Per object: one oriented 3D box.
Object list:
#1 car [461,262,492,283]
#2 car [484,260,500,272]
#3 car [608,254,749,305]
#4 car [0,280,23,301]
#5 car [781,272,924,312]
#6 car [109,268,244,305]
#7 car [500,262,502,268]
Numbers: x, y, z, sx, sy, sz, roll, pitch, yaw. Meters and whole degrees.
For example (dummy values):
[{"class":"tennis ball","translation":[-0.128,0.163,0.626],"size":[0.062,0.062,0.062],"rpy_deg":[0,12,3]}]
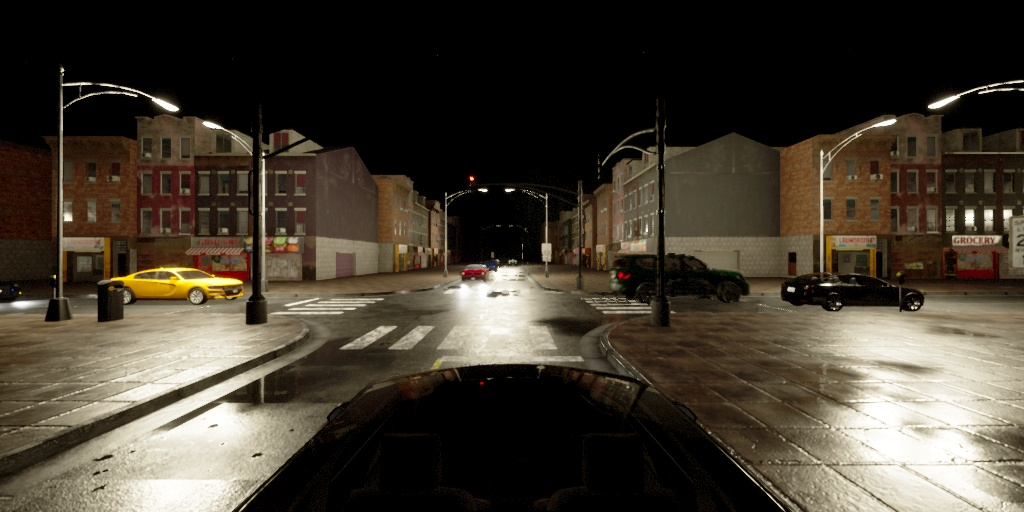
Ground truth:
[{"class":"car","translation":[-2.836,1.358,28.250],"size":[1.895,1.301,4.718],"rpy_deg":[0,0,0]},{"class":"car","translation":[-2.830,1.246,45.422],"size":[1.882,1.535,5.008],"rpy_deg":[0,0,0]},{"class":"car","translation":[7.000,0.943,15.435],"size":[5.566,2.045,2.150],"rpy_deg":[0,0,-1]},{"class":"car","translation":[-24.592,1.389,15.776],"size":[4.181,1.385,1.994],"rpy_deg":[0,0,0]},{"class":"car","translation":[12.358,1.265,13.195],"size":[4.313,1.339,1.948],"rpy_deg":[0,0,0]},{"class":"car","translation":[-14.588,1.268,15.747],"size":[5.008,1.535,1.882],"rpy_deg":[0,0,2]},{"class":"car","translation":[-2.728,1.395,62.433],"size":[1.994,1.385,4.181],"rpy_deg":[0,0,0]}]
